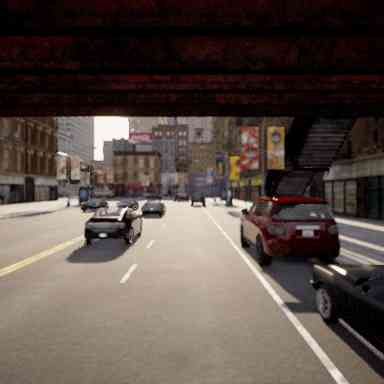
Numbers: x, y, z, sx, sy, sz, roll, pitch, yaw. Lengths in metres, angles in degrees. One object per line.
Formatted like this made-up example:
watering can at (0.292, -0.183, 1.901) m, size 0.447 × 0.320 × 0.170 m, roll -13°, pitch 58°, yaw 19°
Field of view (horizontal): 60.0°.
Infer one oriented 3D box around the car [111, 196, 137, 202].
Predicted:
car at (-7.294, 1.420, 37.694) m, size 2.033 × 1.411 × 5.357 m, roll 0°, pitch 0°, yaw 0°

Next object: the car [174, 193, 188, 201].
car at (-2.267, 0.935, 70.837) m, size 2.097 × 1.767 × 4.553 m, roll 0°, pitch 0°, yaw -20°

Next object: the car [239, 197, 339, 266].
car at (3.064, 1.191, 11.577) m, size 2.435 × 2.045 × 5.566 m, roll 0°, pitch 0°, yaw -1°

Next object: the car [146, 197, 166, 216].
car at (-3.551, 1.459, 31.245) m, size 1.994 × 1.385 × 4.181 m, roll 0°, pitch 0°, yaw 0°

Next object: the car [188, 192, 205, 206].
car at (0.914, 1.051, 51.646) m, size 2.150 × 2.045 × 5.566 m, roll 0°, pitch 0°, yaw 0°

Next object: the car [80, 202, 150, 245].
car at (-3.430, 1.439, 15.185) m, size 2.128 × 1.511 × 4.902 m, roll 0°, pitch 0°, yaw 0°

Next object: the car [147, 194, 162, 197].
car at (-9.493, 1.160, 84.182) m, size 2.033 × 1.411 × 5.357 m, roll 0°, pitch 0°, yaw -39°

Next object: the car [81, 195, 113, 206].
car at (-10.789, 1.420, 37.130) m, size 2.033 × 1.411 × 5.357 m, roll 0°, pitch 0°, yaw 0°

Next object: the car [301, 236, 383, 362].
car at (3.166, 1.582, 4.183) m, size 1.895 × 1.301 × 4.718 m, roll 0°, pitch 0°, yaw -1°
